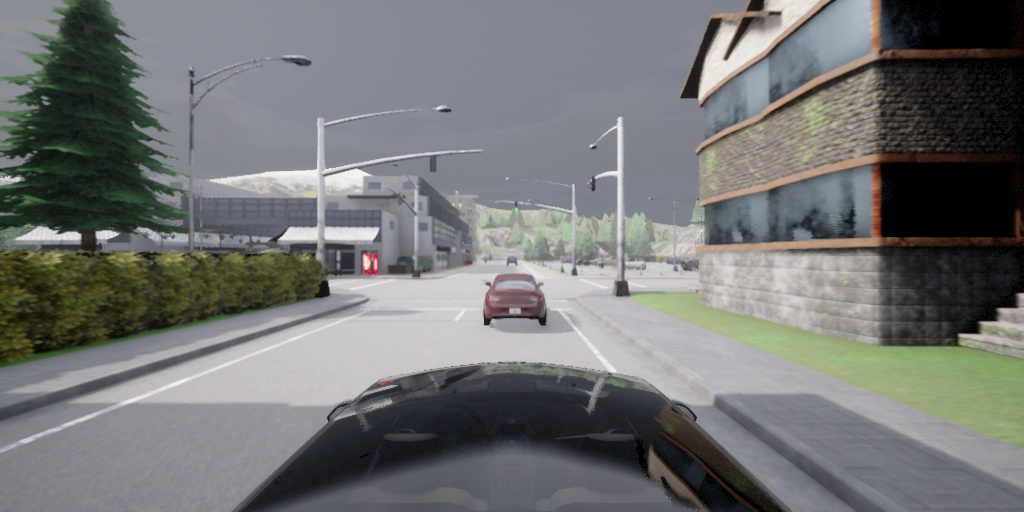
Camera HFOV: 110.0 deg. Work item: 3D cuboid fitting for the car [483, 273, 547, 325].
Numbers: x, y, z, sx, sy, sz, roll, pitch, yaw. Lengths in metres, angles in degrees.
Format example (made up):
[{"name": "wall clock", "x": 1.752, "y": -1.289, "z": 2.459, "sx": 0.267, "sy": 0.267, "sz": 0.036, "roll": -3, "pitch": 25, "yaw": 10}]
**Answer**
[{"name": "car", "x": 0.088, "y": 1.275, "z": 11.682, "sx": 1.812, "sy": 1.442, "sz": 4.674, "roll": 0, "pitch": 0, "yaw": 0}]
